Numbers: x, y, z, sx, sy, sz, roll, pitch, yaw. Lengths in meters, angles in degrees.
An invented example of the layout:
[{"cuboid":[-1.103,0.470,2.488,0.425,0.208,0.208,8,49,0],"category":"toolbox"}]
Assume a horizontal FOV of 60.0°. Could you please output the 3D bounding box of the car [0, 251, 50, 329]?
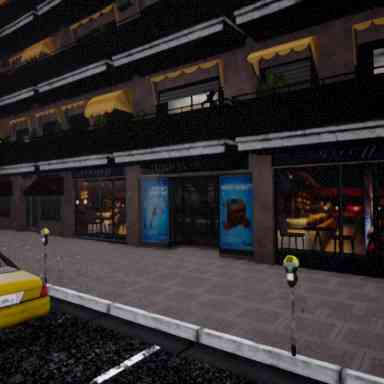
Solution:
[{"cuboid":[-4.552,1.527,6.127,4.829,1.417,1.752,0,-1,35],"category":"car"}]
